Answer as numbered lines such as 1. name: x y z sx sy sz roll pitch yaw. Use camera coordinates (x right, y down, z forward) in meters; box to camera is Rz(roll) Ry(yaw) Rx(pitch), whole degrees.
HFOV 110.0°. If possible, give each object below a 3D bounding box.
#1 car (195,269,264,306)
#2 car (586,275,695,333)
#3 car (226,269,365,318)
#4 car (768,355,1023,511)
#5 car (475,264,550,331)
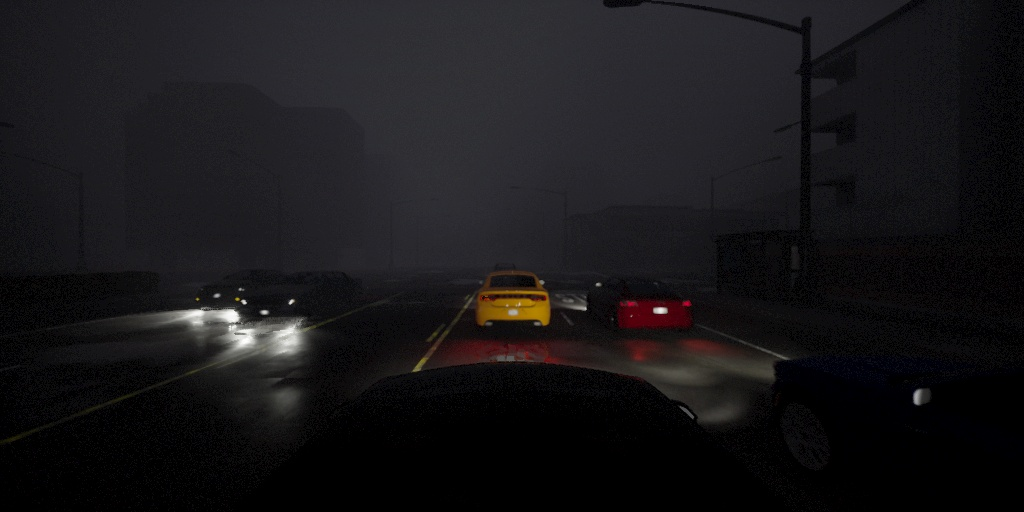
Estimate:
1. car: -10.660 1.229 14.911 1.994 1.385 4.181 0 0 -1
2. car: 3.506 1.256 10.544 1.994 1.385 4.181 0 0 -1
3. car: -7.143 1.224 12.982 2.033 1.411 5.357 0 0 -1
4. car: 3.565 1.228 1.653 1.882 1.535 5.008 0 0 0
5. car: 0.001 1.168 10.816 1.882 1.535 5.008 0 0 -1
